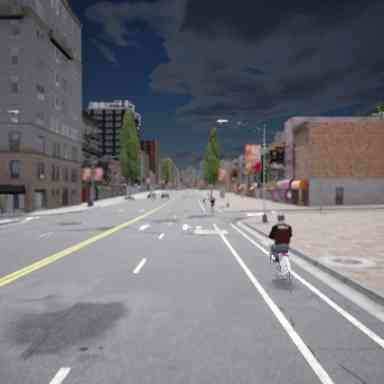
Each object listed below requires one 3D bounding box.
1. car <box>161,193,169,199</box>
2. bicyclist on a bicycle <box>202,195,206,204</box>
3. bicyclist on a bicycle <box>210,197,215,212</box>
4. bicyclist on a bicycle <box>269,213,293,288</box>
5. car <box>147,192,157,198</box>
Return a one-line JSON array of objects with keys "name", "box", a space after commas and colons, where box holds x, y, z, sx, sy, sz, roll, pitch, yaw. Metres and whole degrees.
[{"name": "car", "box": [-6.520, 0.829, 81.368, 2.033, 1.411, 5.357, 0, 1, 0]}, {"name": "bicyclist on a bicycle", "box": [2.255, 1.435, 60.649, 0.866, 1.612, 1.509, 0, 1, 0]}, {"name": "bicyclist on a bicycle", "box": [2.244, 1.387, 36.413, 0.659, 1.776, 1.843, 0, -2, 0]}, {"name": "bicyclist on a bicycle", "box": [2.247, 1.429, 8.587, 0.659, 1.776, 1.843, 0, 0, 0]}, {"name": "car", "box": [-9.770, 0.789, 81.366, 1.837, 1.490, 4.892, 0, 1, 0]}]
